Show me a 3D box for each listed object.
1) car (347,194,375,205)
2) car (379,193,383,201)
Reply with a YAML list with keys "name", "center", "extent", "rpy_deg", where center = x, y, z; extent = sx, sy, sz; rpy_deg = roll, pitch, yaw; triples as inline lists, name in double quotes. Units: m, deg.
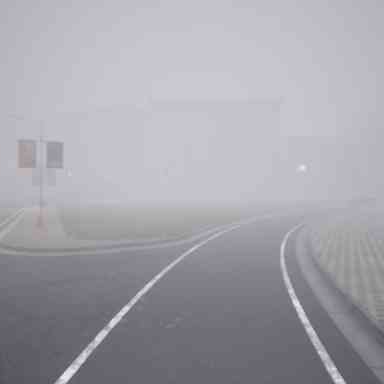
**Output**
- name: "car"
  center: [22.721, 0.972, 44.472]
  extent: [4.718, 1.301, 1.895]
  rpy_deg: [-2, 3, -41]
- name: "car"
  center: [30.516, 0.601, 50.914]
  extent: [4.674, 1.442, 1.812]
  rpy_deg: [-2, 3, -34]
